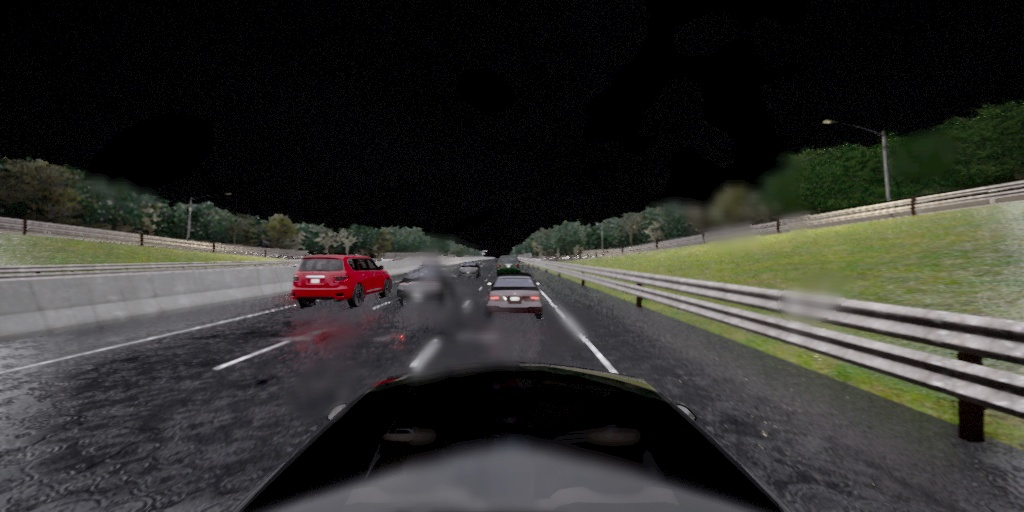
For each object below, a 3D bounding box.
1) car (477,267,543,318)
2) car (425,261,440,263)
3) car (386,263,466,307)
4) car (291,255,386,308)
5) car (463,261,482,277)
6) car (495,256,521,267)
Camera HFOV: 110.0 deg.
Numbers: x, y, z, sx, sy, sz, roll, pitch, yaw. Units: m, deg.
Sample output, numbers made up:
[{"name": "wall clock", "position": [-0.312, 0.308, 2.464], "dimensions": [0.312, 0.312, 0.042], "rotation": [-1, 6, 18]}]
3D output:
[{"name": "car", "position": [0.067, 1.303, 13.022], "dimensions": [2.033, 1.411, 5.357], "rotation": [0, 0, 0]}, {"name": "car", "position": [-7.368, 1.245, 33.738], "dimensions": [2.128, 1.511, 4.902], "rotation": [0, 0, -1]}, {"name": "car", "position": [-3.479, 1.248, 15.509], "dimensions": [2.128, 1.511, 4.902], "rotation": [0, 0, -1]}, {"name": "car", "position": [-6.972, 0.977, 15.318], "dimensions": [2.150, 2.045, 5.566], "rotation": [0, 0, -1]}, {"name": "car", "position": [-3.867, 1.246, 33.727], "dimensions": [2.128, 1.511, 4.902], "rotation": [0, 0, -1]}, {"name": "car", "position": [-0.357, 0.978, 33.431], "dimensions": [2.150, 2.045, 5.566], "rotation": [0, 0, -1]}]
